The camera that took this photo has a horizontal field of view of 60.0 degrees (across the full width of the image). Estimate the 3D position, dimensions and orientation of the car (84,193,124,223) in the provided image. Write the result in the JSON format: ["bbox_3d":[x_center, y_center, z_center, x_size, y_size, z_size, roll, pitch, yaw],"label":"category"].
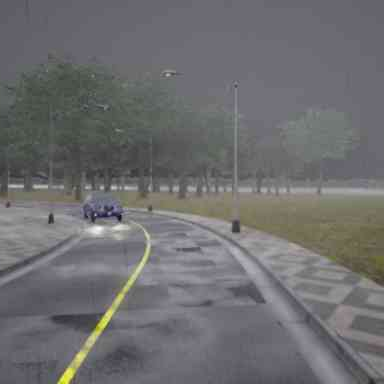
[{"bbox_3d":[-6.784,1.083,25.102,2.150,2.045,5.566,0,0,-26],"label":"car"}]
